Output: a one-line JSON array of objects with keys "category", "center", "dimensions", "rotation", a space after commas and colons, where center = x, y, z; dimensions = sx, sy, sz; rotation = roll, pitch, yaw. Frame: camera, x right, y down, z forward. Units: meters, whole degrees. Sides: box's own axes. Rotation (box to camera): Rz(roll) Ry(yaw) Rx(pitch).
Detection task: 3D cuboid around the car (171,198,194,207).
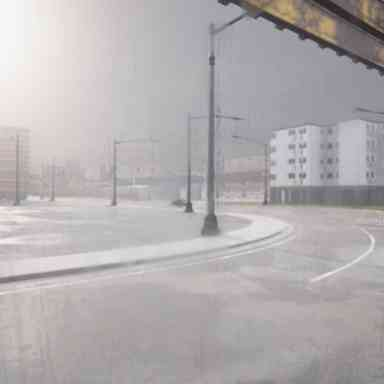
[{"category": "car", "center": [-1.585, 1.658, 52.801], "dimensions": [1.994, 1.385, 4.181], "rotation": [0, 0, -36]}]
